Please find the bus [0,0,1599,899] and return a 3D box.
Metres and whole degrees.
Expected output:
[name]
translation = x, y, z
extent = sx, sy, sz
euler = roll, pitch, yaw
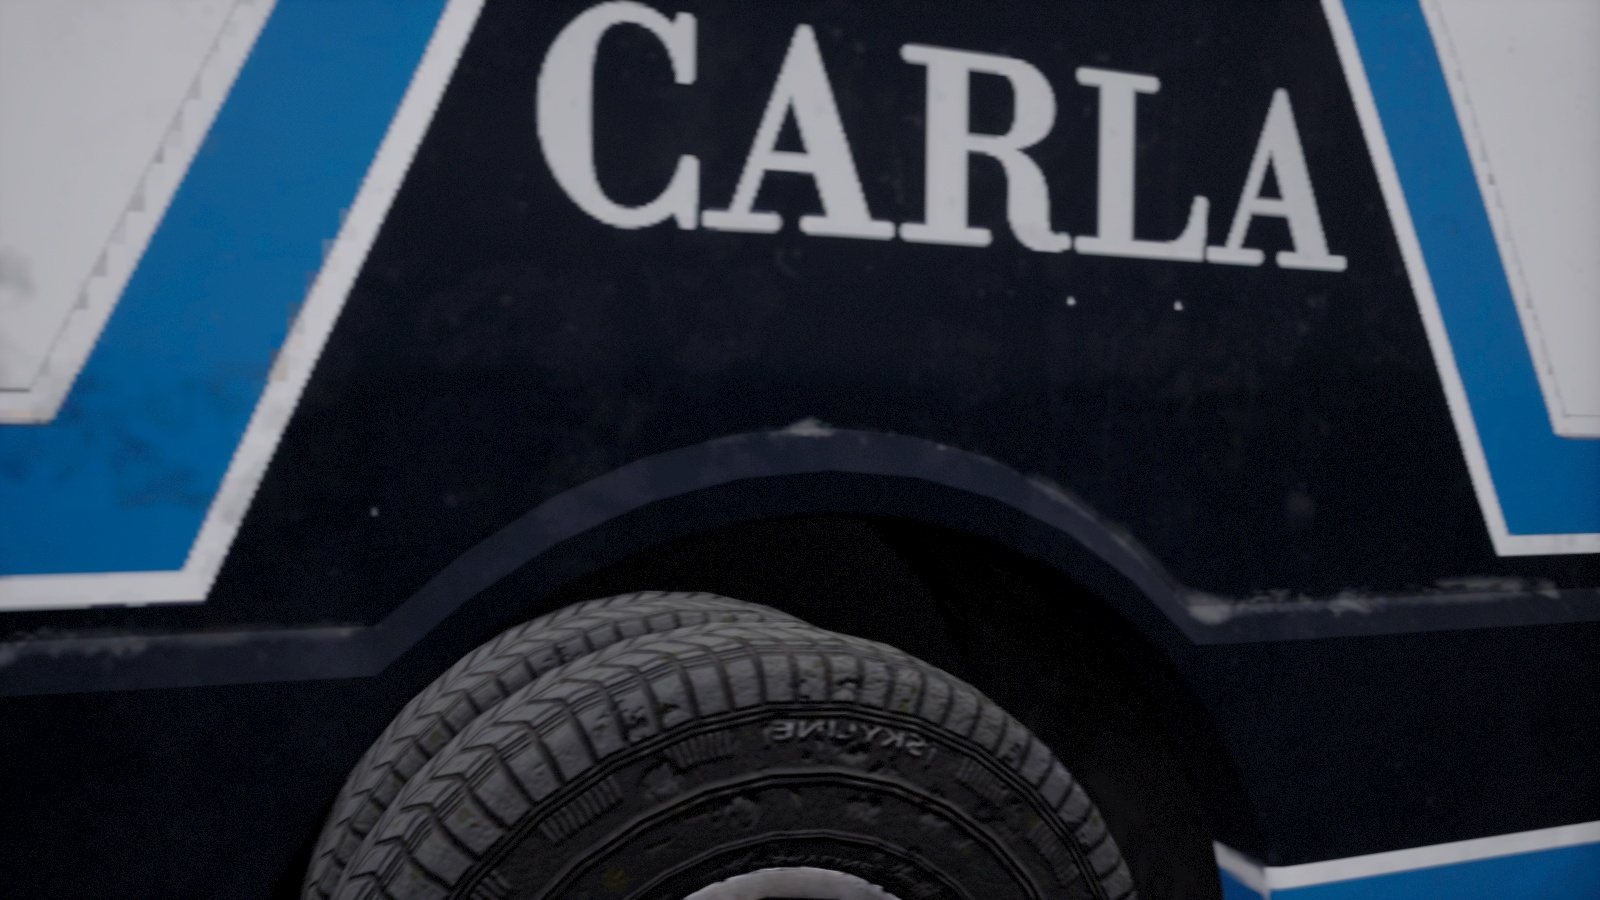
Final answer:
[bus]
translation = -3.003, -0.580, 2.082
extent = 10.273, 4.253, 3.944
euler = -1, 1, -21
